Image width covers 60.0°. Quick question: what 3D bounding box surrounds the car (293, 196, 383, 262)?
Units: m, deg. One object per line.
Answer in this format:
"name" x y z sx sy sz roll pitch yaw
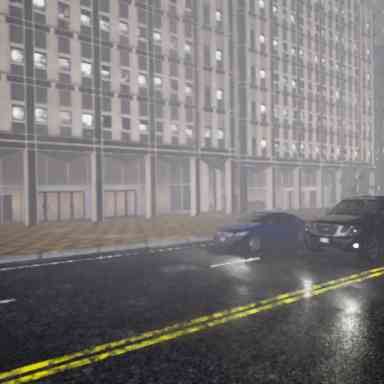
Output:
"car" 6.507 1.182 12.293 5.566 2.045 2.150 0 0 -35

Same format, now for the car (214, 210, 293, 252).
"car" 3.043 1.494 13.815 4.674 1.442 1.812 0 0 -36
